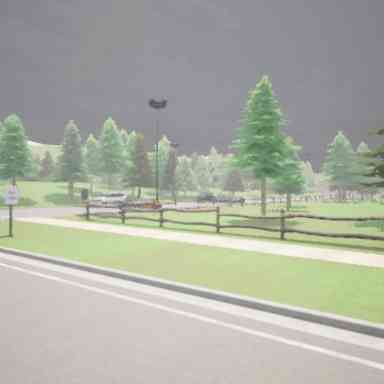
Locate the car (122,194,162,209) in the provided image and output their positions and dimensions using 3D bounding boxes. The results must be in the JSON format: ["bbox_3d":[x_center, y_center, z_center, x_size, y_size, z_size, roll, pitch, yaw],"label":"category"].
[{"bbox_3d":[-5.678,1.372,40.418,1.882,1.535,5.008,0,0,35],"label":"car"}]

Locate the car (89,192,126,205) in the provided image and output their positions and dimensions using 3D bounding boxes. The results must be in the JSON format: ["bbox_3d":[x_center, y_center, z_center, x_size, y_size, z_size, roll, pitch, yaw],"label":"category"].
[{"bbox_3d":[-11.104,1.089,44.858,2.150,2.045,5.566,0,0,35],"label":"car"}]

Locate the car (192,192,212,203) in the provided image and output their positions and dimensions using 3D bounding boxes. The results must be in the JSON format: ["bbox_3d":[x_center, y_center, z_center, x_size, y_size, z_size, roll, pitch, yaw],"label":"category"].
[{"bbox_3d":[2.293,1.092,63.782,2.150,2.045,5.566,0,0,35],"label":"car"}]

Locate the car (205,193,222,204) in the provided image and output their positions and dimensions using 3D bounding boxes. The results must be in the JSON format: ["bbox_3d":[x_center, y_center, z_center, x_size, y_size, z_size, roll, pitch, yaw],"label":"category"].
[{"bbox_3d":[4.924,1.390,61.471,1.837,1.490,4.892,0,0,36],"label":"car"}]

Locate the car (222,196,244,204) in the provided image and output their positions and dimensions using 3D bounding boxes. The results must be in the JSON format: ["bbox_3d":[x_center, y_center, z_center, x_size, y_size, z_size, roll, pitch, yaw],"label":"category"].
[{"bbox_3d":[7.688,1.421,59.318,1.812,1.442,4.674,0,0,36],"label":"car"}]

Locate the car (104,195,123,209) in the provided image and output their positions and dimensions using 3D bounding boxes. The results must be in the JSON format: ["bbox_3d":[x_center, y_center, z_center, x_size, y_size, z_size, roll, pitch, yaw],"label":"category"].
[{"bbox_3d":[-8.583,1.445,42.367,1.994,1.385,4.181,0,0,35],"label":"car"}]
